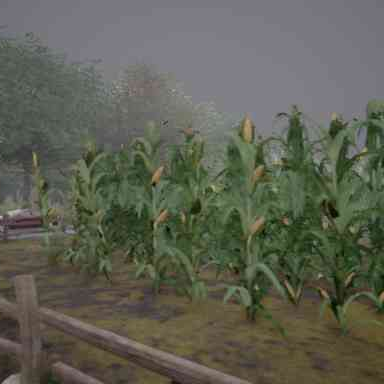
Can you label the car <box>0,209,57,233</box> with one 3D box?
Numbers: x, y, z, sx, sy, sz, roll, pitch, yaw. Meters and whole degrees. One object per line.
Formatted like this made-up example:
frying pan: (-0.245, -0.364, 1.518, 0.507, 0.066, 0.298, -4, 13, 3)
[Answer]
car: (-12.149, 1.966, 23.717, 1.882, 1.535, 5.008, -1, -2, 34)
